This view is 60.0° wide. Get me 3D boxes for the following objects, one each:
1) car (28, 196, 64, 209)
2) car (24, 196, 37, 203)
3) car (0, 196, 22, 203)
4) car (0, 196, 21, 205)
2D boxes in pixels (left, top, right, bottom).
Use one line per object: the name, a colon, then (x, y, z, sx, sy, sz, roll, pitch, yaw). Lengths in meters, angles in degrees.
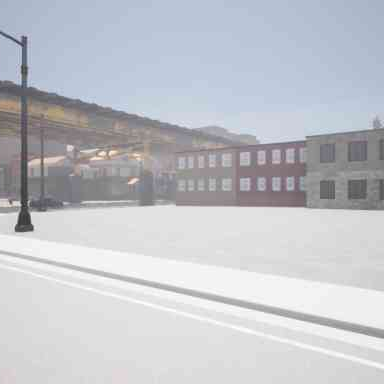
car: (-19.743, 1.526, 45.238, 1.812, 1.442, 4.674, 0, 0, 33)
car: (-29.064, 1.295, 59.918, 1.853, 1.218, 4.536, 0, 0, -23)
car: (-32.619, 1.295, 58.653, 4.536, 1.218, 1.853, 0, 0, 7)
car: (-32.568, 1.452, 58.647, 4.974, 1.542, 2.038, 0, 0, 7)
